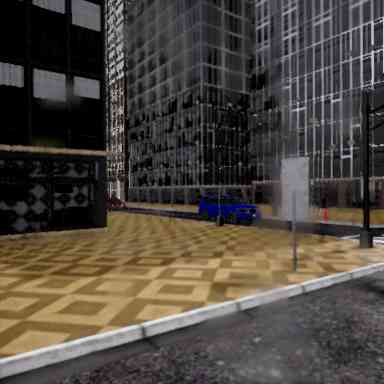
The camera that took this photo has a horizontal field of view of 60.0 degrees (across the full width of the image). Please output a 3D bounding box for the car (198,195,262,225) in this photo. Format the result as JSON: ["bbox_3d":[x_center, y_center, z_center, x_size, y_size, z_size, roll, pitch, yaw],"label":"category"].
[{"bbox_3d":[2.706,1.287,25.193,2.150,2.045,5.566,-1,0,-35],"label":"car"}]

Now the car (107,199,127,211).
[{"bbox_3d":[-10.206,1.618,43.498,1.812,1.442,4.674,-1,0,-35],"label":"car"}]
